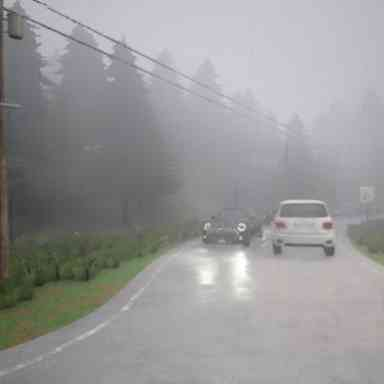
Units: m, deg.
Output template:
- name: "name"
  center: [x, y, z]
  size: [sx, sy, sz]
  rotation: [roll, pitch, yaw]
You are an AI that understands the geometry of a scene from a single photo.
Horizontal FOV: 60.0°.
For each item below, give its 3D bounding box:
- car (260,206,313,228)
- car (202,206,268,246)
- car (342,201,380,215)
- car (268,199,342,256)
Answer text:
- name: "car"
  center: [7.161, 1.784, 24.862]
  size: [1.895, 1.301, 4.718]
  rotation: [-2, -1, 43]
- name: "car"
  center: [2.131, 1.527, 16.300]
  size: [2.097, 1.767, 4.553]
  rotation: [-1, -1, 23]
- name: "car"
  center: [15.265, 1.599, 30.962]
  size: [4.902, 1.511, 2.128]
  rotation: [-1, -1, -25]
- name: "car"
  center: [4.575, 1.325, 13.889]
  size: [2.150, 2.045, 5.566]
  rotation: [-1, -1, 17]
